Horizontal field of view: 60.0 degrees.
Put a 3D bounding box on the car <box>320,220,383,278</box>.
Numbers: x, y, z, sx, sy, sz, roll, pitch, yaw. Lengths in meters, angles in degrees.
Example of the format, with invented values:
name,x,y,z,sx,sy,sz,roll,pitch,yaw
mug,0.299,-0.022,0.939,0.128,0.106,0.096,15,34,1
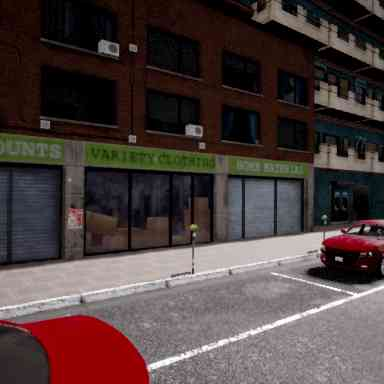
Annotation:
name,x,y,z,sx,sy,sz,roll,pitch,yaw
car,5.763,1.548,10.206,4.507,1.381,1.887,0,1,-36

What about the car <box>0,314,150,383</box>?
name,x,y,z,sx,sy,sz,roll,pitch,yaw
car,-2.527,1.477,1.267,5.008,1.535,1.882,0,0,-36
